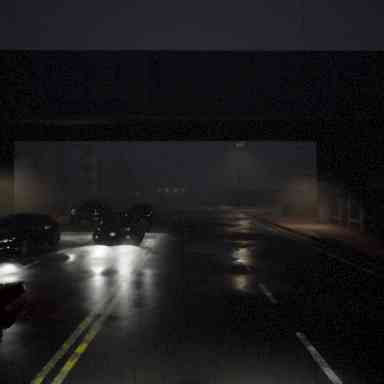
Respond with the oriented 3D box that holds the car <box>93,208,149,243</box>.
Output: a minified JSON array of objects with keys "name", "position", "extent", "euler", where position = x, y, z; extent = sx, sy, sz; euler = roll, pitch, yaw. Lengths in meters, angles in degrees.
[{"name":"car","position":[-3.599,1.747,17.054],"extent":[1.994,1.385,4.181],"euler":[0,-1,0]}]

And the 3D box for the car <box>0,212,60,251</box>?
[{"name":"car","position":[-7.103,1.655,13.800],"extent":[1.837,1.490,4.892],"euler":[0,-1,0]}]

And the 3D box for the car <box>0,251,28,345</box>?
[{"name":"car","position":[-3.602,1.637,3.122],"extent":[1.895,1.301,4.718],"euler":[0,-1,0]}]

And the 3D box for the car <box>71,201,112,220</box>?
[{"name":"car","position":[-7.024,1.327,23.667],"extent":[2.097,1.767,4.553],"euler":[0,-1,0]}]

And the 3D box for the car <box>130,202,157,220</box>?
[{"name":"car","position":[-3.523,1.470,23.639],"extent":[1.837,1.490,4.892],"euler":[0,-1,0]}]
